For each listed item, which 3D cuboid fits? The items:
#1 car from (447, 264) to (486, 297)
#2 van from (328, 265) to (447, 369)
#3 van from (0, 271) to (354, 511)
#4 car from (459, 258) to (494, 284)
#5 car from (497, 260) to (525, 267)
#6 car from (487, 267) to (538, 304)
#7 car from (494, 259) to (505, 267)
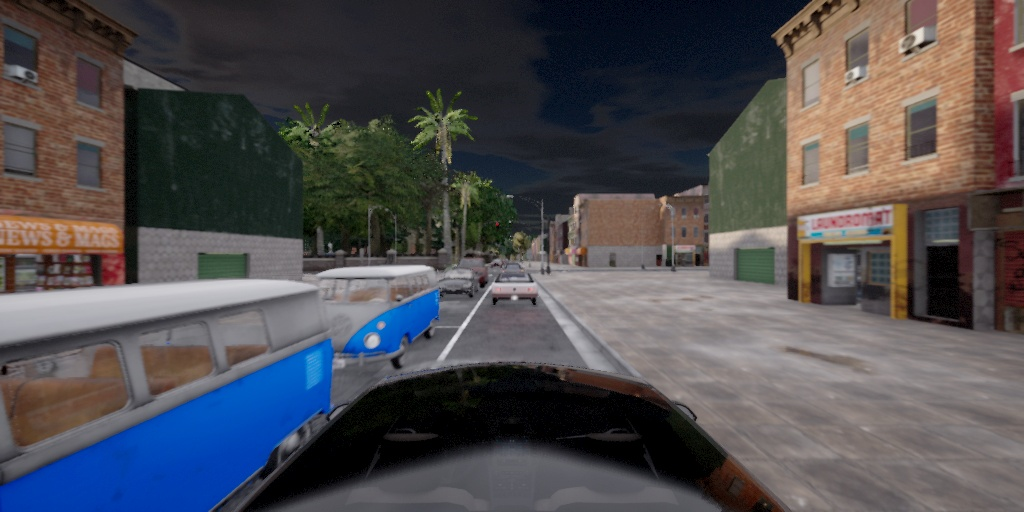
[{"bbox_3d":[-2.635,1.286,18.400,2.007,1.370,4.403,0,0,0],"label":"car"},{"bbox_3d":[-2.637,1.086,7.472,1.690,1.789,3.998,0,0,0],"label":"van"},{"bbox_3d":[-2.637,1.091,2.008,1.690,1.789,3.998,0,0,0],"label":"van"},{"bbox_3d":[-2.635,1.049,23.863,2.192,1.841,5.009,0,0,0],"label":"car"},{"bbox_3d":[0.112,1.299,29.922,1.994,1.385,4.181,0,0,2],"label":"car"},{"bbox_3d":[0.101,1.338,16.110,1.895,1.301,4.718,0,0,0],"label":"car"},{"bbox_3d":[-2.631,1.241,62.010,1.967,1.591,4.097,0,0,0],"label":"car"}]
